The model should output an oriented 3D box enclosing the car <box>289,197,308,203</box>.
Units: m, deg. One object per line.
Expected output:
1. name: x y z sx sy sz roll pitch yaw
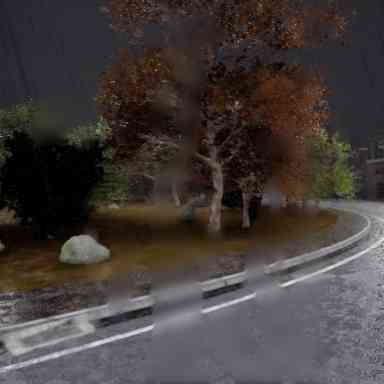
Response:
1. car: 20.012 1.308 62.495 1.882 1.535 5.008 -2 0 -6
